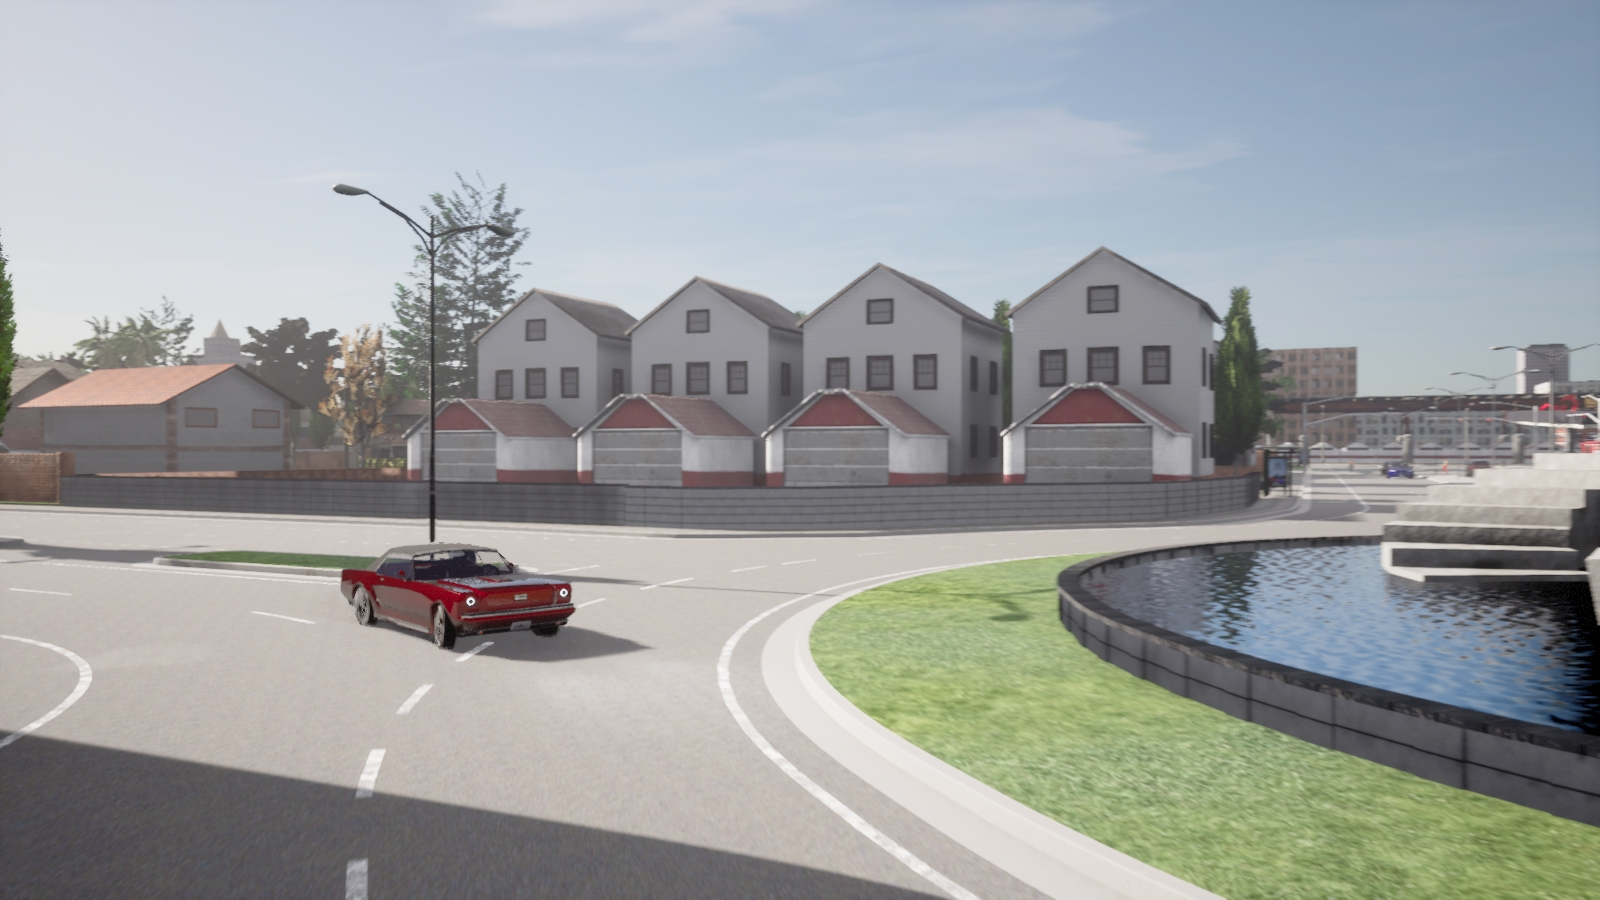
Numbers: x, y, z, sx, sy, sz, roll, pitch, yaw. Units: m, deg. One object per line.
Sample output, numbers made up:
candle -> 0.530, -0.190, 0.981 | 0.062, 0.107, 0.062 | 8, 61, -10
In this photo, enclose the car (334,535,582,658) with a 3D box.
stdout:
car -> -5.442, 2.159, 17.789 | 1.895, 1.301, 4.718 | 0, 0, -41
